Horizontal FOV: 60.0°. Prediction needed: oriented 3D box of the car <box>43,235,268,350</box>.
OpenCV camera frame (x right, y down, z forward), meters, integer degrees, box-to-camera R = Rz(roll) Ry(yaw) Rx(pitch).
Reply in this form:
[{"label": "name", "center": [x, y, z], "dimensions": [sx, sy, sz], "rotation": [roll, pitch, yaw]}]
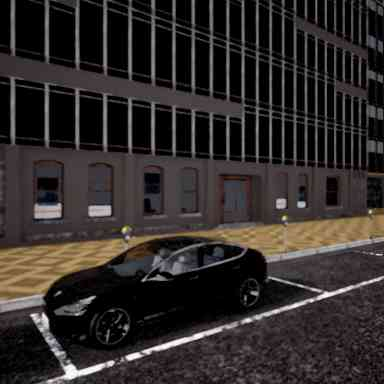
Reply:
[{"label": "car", "center": [-0.424, 1.558, 6.255], "dimensions": [4.313, 1.339, 1.947], "rotation": [0, 0, -35]}]
